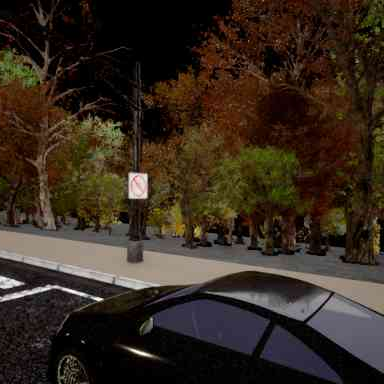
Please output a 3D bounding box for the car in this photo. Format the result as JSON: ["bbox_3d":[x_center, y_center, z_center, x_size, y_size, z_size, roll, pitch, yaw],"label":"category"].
[{"bbox_3d":[0.397,1.564,3.404,4.181,1.385,1.994,0,0,36],"label":"car"}]
